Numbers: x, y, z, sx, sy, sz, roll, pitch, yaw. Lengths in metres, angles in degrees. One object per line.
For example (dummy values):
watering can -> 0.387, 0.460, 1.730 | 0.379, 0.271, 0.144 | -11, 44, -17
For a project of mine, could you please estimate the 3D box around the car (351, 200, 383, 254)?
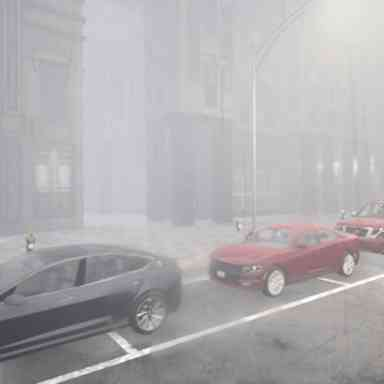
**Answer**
car -> 7.032, 1.201, 11.661 | 5.009, 1.841, 2.192 | -1, 1, -35

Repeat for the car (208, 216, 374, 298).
car -> 2.445, 1.482, 8.390 | 4.507, 1.381, 1.887 | -1, 1, -35

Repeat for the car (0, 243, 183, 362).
car -> -2.143, 1.555, 5.117 | 4.313, 1.339, 1.947 | -1, 1, -36
